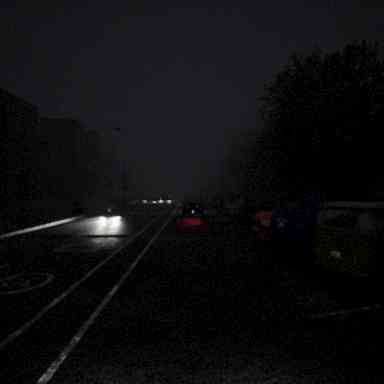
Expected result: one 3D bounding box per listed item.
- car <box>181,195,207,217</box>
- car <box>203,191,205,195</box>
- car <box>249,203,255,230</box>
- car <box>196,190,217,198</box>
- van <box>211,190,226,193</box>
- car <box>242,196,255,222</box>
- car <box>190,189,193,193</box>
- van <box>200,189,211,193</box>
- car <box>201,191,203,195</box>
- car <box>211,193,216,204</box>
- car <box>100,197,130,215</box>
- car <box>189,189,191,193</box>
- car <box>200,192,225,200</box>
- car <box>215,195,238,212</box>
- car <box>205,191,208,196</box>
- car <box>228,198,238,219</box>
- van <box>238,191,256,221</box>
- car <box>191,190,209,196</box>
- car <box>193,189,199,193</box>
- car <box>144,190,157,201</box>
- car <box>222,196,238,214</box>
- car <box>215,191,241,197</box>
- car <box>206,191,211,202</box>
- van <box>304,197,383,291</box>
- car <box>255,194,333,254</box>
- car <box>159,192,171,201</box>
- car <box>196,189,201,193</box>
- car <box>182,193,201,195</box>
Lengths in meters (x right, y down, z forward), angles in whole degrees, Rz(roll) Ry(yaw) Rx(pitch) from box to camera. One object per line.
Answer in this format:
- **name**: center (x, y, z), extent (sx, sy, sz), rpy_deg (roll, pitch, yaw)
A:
- **car**: center (0.079, 1.297, 29.227), extent (1.837, 1.490, 4.892), rpy_deg (0, 1, 0)
- **car**: center (4.742, 0.985, 55.940), extent (4.674, 1.452, 2.002), rpy_deg (0, 1, -22)
- **car**: center (5.303, 1.400, 14.405), extent (5.008, 1.535, 2.097), rpy_deg (1, 1, -20)
- **car**: center (3.461, 0.491, 79.642), extent (4.553, 1.767, 2.185), rpy_deg (0, 0, -24)
- **van**: center (5.227, 0.883, 44.130), extent (4.442, 1.987, 1.878), rpy_deg (0, 0, -21)
- **car**: center (5.324, 1.253, 17.379), extent (4.553, 1.767, 2.185), rpy_deg (1, 1, -20)
- **car**: center (2.788, 0.538, 88.526), extent (4.792, 1.488, 2.163), rpy_deg (0, 1, -25)
- **van**: center (4.414, 0.632, 61.807), extent (4.442, 1.987, 1.878), rpy_deg (0, 1, -23)
- **car**: center (4.645, 0.942, 58.892), extent (4.674, 1.452, 2.002), rpy_deg (0, 1, -23)
- **car**: center (5.176, 1.184, 41.114), extent (4.674, 1.452, 2.002), rpy_deg (0, 1, -21)
- **car**: center (-6.981, 1.270, 30.574), extent (2.128, 1.511, 4.902), rpy_deg (0, 0, 0)
- **car**: center (2.561, 0.474, 91.501), extent (5.008, 1.535, 2.097), rpy_deg (0, 0, -25)
- **car**: center (4.224, 0.814, 67.792), extent (4.674, 1.452, 2.002), rpy_deg (0, 1, -23)
- **car**: center (5.118, 1.271, 29.163), extent (5.366, 1.575, 1.946), rpy_deg (1, 1, -20)
- **car**: center (5.139, 1.028, 50.094), extent (5.366, 1.575, 1.946), rpy_deg (0, 1, -22)
- **car**: center (5.320, 1.360, 23.308), extent (4.792, 1.488, 2.163), rpy_deg (1, 0, -20)
- **van**: center (5.402, 1.131, 20.377), extent (4.442, 1.987, 1.878), rpy_deg (1, 0, -20)
- **car**: center (2.277, 0.315, 94.450), extent (4.553, 1.767, 2.185), rpy_deg (0, 0, -25)
- **car**: center (3.909, 0.442, 73.735), extent (5.566, 2.045, 2.435), rpy_deg (0, 0, -24)
- **car**: center (-7.877, 0.574, 63.813), extent (2.150, 2.045, 5.566), rpy_deg (0, 1, -2)
- **car**: center (5.470, 1.303, 26.322), extent (5.366, 1.575, 1.946), rpy_deg (1, 0, -20)
- **car**: center (5.228, 1.088, 35.162), extent (4.553, 1.767, 2.185), rpy_deg (1, 0, -21)
- **car**: center (5.041, 1.069, 47.057), extent (5.008, 1.535, 2.097), rpy_deg (0, 1, -22)
- **van**: center (5.403, 1.214, 8.533), extent (4.442, 1.987, 1.878), rpy_deg (1, 0, -20)
- **car**: center (5.326, 1.169, 11.459), extent (5.566, 2.045, 2.435), rpy_deg (1, 0, -20)
- **car**: center (-5.080, 0.705, 63.600), extent (2.097, 1.767, 4.553), rpy_deg (0, 1, -2)
- **car**: center (4.205, 0.811, 64.751), extent (5.366, 1.575, 1.946), rpy_deg (0, 1, -23)
- **car**: center (-0.175, 1.170, 45.369), extent (1.994, 1.385, 4.181), rpy_deg (0, 1, -1)
